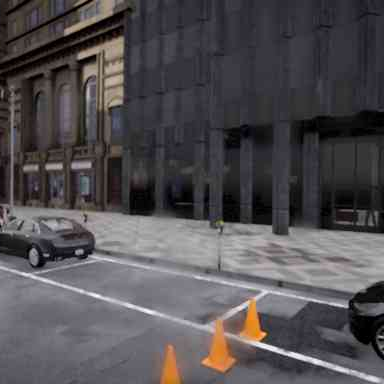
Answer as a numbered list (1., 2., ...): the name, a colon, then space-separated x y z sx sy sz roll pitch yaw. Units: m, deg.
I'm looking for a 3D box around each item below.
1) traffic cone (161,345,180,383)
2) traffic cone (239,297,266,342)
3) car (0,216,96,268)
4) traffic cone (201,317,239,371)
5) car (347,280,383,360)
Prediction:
1. traffic cone: -0.232 1.930 3.529 0.340 0.580 0.340 1 0 36
2. traffic cone: 0.934 1.930 5.154 0.340 0.580 0.340 1 0 36
3. car: -4.940 1.431 10.641 4.403 1.369 2.008 1 1 36
4. traffic cone: 0.351 1.930 4.341 0.340 0.580 0.340 1 0 36
5. car: 4.287 1.581 4.025 4.313 1.339 1.947 1 1 36
